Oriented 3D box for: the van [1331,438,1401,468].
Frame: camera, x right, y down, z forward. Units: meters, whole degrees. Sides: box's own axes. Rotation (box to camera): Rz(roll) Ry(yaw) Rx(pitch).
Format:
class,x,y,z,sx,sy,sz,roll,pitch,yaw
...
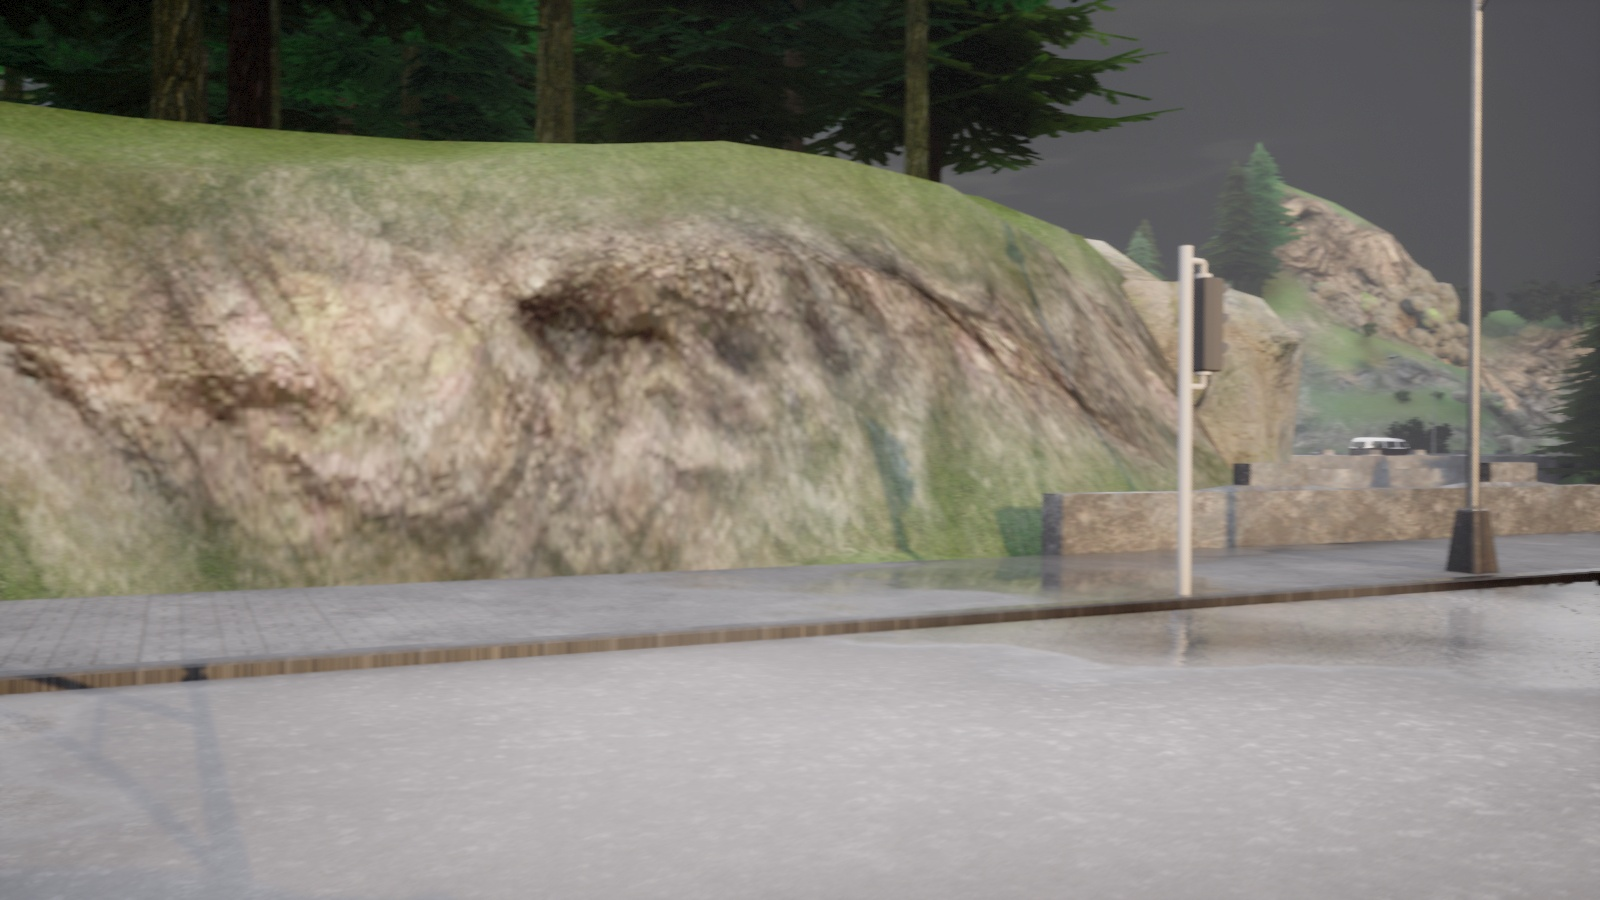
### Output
class,x,y,z,sx,sy,sz,roll,pitch,yaw
van,39.444,0.214,87.530,4.480,2.038,2.069,0,0,-27
